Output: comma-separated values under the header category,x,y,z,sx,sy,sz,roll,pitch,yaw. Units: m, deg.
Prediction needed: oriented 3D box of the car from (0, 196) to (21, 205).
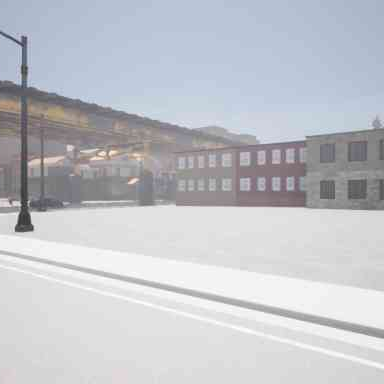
category,x,y,z,sx,sy,sz,roll,pitch,yaw
car,-32.568,1.452,58.647,4.974,1.542,2.038,0,0,7

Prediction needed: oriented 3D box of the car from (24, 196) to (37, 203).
category,x,y,z,sx,sy,sz,roll,pitch,yaw
car,-29.064,1.295,59.918,1.853,1.218,4.536,0,0,-23

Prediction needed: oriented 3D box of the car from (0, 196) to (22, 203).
category,x,y,z,sx,sy,sz,roll,pitch,yaw
car,-32.619,1.295,58.653,4.536,1.218,1.853,0,0,7

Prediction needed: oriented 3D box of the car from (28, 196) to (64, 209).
category,x,y,z,sx,sy,sz,roll,pitch,yaw
car,-19.743,1.526,45.238,1.812,1.442,4.674,0,0,33
